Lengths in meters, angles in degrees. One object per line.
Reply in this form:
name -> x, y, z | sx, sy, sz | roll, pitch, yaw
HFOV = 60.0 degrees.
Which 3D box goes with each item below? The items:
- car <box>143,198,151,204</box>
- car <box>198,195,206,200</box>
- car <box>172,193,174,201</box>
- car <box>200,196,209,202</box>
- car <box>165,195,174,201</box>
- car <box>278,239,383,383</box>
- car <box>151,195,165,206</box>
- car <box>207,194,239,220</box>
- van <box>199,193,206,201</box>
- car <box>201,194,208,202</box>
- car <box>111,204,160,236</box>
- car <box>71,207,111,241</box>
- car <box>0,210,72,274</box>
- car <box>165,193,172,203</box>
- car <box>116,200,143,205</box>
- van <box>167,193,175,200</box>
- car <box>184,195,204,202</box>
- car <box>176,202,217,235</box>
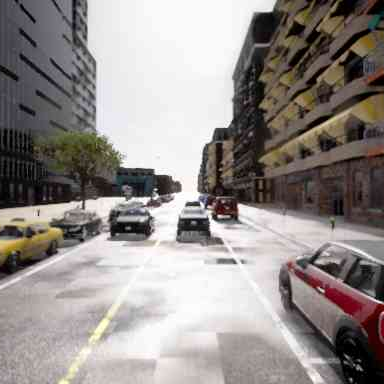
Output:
car -> -5.682, 1.550, 33.372 | 2.008, 1.369, 4.403 | 1, 0, 0
car -> 2.698, 1.494, 89.863 | 1.947, 1.339, 4.313 | 1, 0, 0
car -> -5.648, 1.399, 72.893 | 1.967, 1.590, 4.097 | 1, 0, 0
car -> 2.699, 1.503, 72.926 | 1.887, 1.381, 4.507 | 1, 0, 0
car -> -5.649, 1.485, 84.184 | 1.887, 1.381, 4.507 | 1, 0, 0
car -> 2.700, 1.442, 5.170 | 1.967, 1.590, 4.097 | 1, 0, 0
car -> -5.684, 1.426, 50.309 | 1.967, 1.590, 4.097 | 1, 0, 0
car -> 2.702, 1.316, 27.754 | 2.192, 1.841, 5.009 | 1, 0, 0
van -> 2.702, 1.281, 84.217 | 1.690, 1.788, 3.998 | 1, 0, 0
car -> 2.702, 1.306, 44.693 | 2.192, 1.841, 5.009 | 1, 0, 0
car -> -3.100, 1.568, 18.098 | 1.994, 1.385, 4.181 | 0, 0, 0
car -> -5.682, 1.555, 16.433 | 2.008, 1.369, 4.403 | 1, 0, 0
car -> -5.682, 1.529, 10.616 | 1.752, 1.417, 4.829 | 1, 0, 0
car -> -5.653, 1.408, 67.246 | 1.967, 1.590, 4.097 | 1, 0, 0
car -> -5.682, 1.553, 27.725 | 2.008, 1.369, 4.403 | 1, 0, 0
van -> -5.646, 1.270, 89.829 | 1.690, 1.788, 3.998 | 1, 0, 0
car -> 0.097, 1.484, 41.721 | 2.128, 1.511, 4.902 | 0, 0, 0
car -> 0.093, 1.551, 18.964 | 2.033, 1.411, 5.357 | 0, 0, 0
